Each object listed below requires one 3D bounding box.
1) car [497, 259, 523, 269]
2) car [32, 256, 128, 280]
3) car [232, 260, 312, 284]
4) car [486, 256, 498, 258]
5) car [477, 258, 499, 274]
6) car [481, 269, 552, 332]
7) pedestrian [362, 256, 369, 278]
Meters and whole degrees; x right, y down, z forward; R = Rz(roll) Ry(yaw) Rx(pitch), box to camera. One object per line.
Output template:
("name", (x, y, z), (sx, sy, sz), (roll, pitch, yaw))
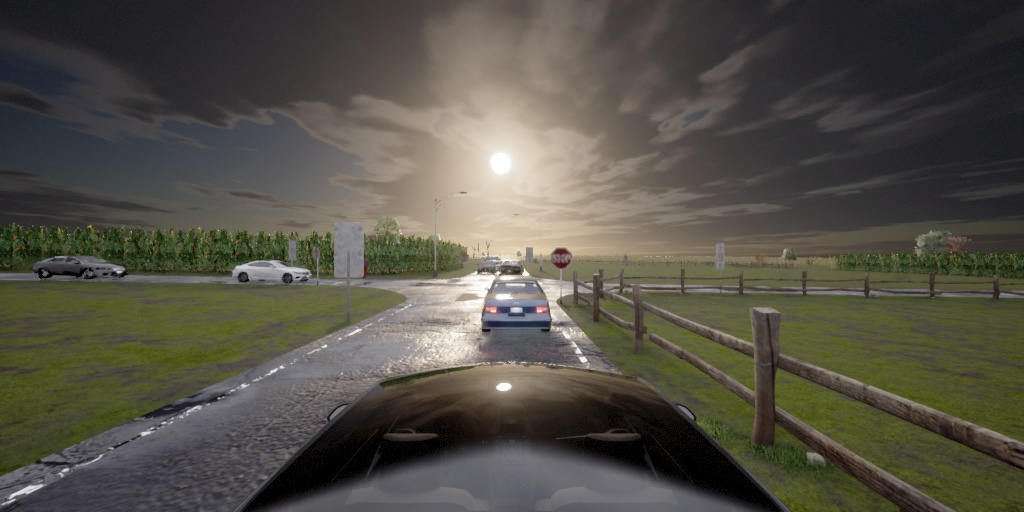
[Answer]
("car", (0.034, 1.232, 35.306), (1.882, 1.535, 5.008), (1, 0, 6))
("car", (-28.188, 0.756, 23.527), (4.902, 1.511, 2.128), (1, -1, 0))
("car", (-15.688, 1.011, 23.522), (4.674, 1.442, 1.812), (1, -1, 1))
("car", (-2.834, 0.979, 51.596), (2.150, 2.045, 5.566), (0, 0, 0))
("car", (-2.851, 1.261, 40.865), (1.837, 1.490, 4.892), (0, 0, 0))
("car", (0.101, 1.299, 10.821), (2.033, 1.411, 5.357), (0, 0, 0))
("pedestrian", (-12.164, 0.890, 29.543), (0.375, 1.860, 0.375), (0, -2, 0))
